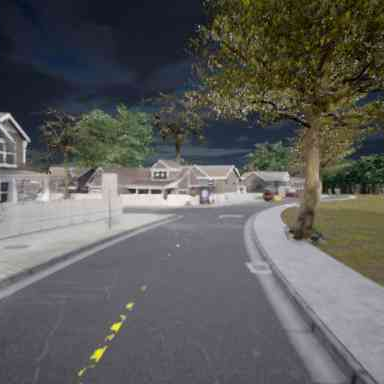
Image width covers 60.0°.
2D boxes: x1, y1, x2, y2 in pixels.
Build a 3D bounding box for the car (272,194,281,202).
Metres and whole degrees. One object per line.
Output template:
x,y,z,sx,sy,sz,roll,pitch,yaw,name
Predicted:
16.550,1.246,67.115,1.882,1.535,5.008,2,1,31,car
